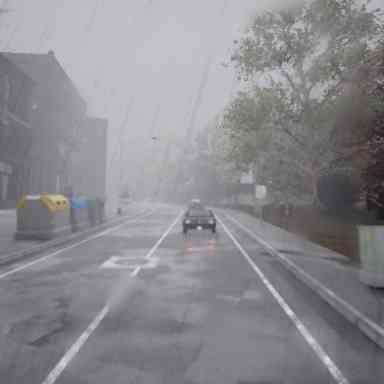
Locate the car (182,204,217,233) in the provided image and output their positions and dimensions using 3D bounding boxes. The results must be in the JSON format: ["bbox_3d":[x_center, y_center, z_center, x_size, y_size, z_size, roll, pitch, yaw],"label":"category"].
[{"bbox_3d":[0.444,1.658,20.194,1.895,1.301,4.718,0,0,1],"label":"car"}]

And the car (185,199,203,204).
[{"bbox_3d":[0.310,1.639,41.877,1.837,1.490,4.892,1,0,-4],"label":"car"}]
